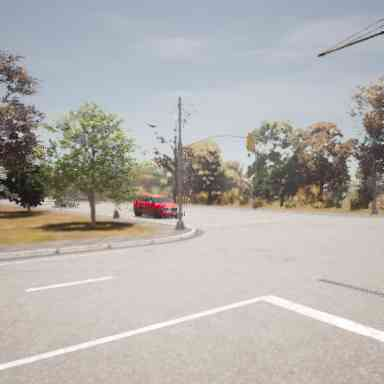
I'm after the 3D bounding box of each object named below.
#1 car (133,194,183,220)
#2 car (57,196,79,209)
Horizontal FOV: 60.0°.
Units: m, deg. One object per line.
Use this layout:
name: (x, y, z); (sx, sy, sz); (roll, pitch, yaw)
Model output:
car: (-3.017, 1.284, 28.627); (2.150, 2.045, 5.566); (0, 2, -38)
car: (-17.549, 1.348, 46.779); (2.097, 1.767, 4.553); (0, 0, -39)
